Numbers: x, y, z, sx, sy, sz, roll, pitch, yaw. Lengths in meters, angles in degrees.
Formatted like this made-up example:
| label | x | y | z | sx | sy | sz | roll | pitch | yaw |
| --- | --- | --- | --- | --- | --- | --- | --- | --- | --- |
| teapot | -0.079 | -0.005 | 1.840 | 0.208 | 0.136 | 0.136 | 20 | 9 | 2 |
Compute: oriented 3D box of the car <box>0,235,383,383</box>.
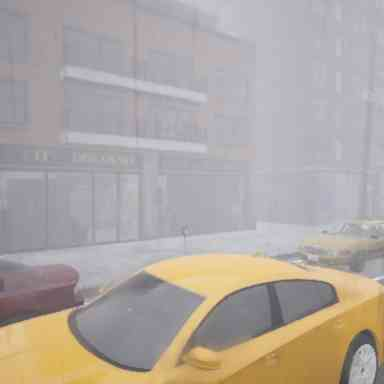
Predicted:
| label | x | y | z | sx | sy | sz | roll | pitch | yaw |
| --- | --- | --- | --- | --- | --- | --- | --- | --- | --- |
| car | 0.092 | 1.469 | 3.432 | 5.008 | 1.535 | 1.882 | 0 | 0 | -35 |

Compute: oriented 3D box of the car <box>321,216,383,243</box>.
| label | x | y | z | sx | sy | sz | roll | pitch | yaw |
| --- | --- | --- | --- | --- | --- | --- | --- | --- | --- |
| car | 5.288 | 1.481 | 10.540 | 4.829 | 1.417 | 1.752 | 0 | 0 | -36 |

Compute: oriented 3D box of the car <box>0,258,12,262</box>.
| label | x | y | z | sx | sy | sz | roll | pitch | yaw |
| --- | --- | --- | --- | --- | --- | --- | --- | --- | --- |
| car | -3.683 | 1.547 | 4.138 | 4.507 | 1.381 | 1.887 | 0 | 0 | -36 |
